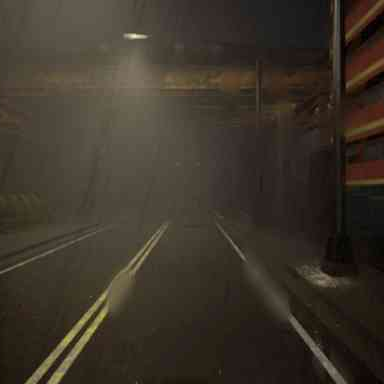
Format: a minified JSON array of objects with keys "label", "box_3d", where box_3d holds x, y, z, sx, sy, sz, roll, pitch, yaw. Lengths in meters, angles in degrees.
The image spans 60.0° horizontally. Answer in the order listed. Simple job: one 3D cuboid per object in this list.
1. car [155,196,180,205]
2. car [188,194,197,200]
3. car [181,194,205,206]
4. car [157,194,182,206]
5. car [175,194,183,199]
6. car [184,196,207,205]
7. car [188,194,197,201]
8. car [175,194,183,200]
[{"label":"car","box_3d":[-3.648,1.208,50.705,1.853,1.218,4.536,0,0,25]},{"label":"car","box_3d":[0.108,1.162,77.000,1.853,1.218,4.536,0,0,0]},{"label":"car","box_3d":[0.491,1.366,50.352,2.038,1.542,4.974,0,0,-20]},{"label":"car","box_3d":[-3.670,1.365,50.658,2.038,1.542,4.974,0,0,25]},{"label":"car","box_3d":[-3.327,1.148,85.520,1.853,1.218,4.536,0,0,0]},{"label":"car","box_3d":[0.473,1.208,50.401,1.853,1.218,4.536,0,0,-20]},{"label":"car","box_3d":[0.109,1.320,76.948,2.038,1.542,4.974,0,0,0]},{"label":"car","box_3d":[-3.327,1.305,85.469,2.038,1.542,4.974,0,0,0]}]
